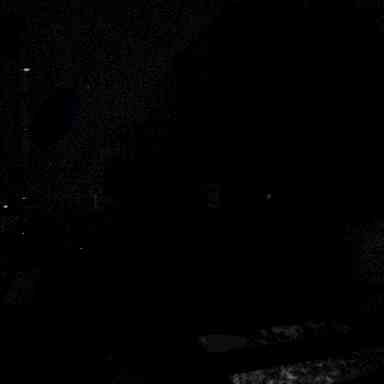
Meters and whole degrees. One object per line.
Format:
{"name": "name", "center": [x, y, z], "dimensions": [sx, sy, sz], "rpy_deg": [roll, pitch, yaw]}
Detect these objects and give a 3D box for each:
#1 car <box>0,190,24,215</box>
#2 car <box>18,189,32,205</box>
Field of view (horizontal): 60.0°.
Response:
{"name": "car", "center": [-13.495, 0.786, 23.507], "dimensions": [2.033, 1.411, 5.357], "rpy_deg": [0, 1, -21]}
{"name": "car", "center": [-17.274, 0.510, 33.477], "dimensions": [1.837, 1.490, 4.892], "rpy_deg": [0, 1, -21]}
